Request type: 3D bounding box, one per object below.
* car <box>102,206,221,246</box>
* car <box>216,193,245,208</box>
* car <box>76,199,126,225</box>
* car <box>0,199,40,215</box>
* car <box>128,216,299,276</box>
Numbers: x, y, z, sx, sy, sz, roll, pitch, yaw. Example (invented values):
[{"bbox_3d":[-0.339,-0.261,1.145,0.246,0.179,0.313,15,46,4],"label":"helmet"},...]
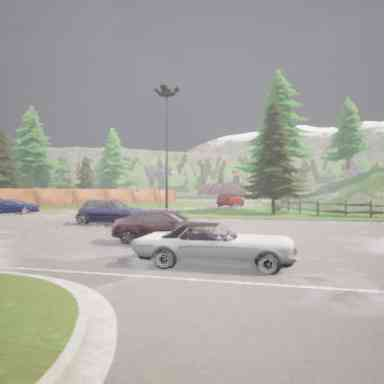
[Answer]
[{"bbox_3d":[-1.122,1.497,14.059,4.674,1.442,1.812,0,0,14],"label":"car"},{"bbox_3d":[5.435,1.133,46.333,2.150,2.045,5.566,1,1,34],"label":"car"},{"bbox_3d":[-5.332,1.305,22.302,4.553,1.767,2.097,0,0,14],"label":"car"},{"bbox_3d":[-17.602,1.406,32.455,5.008,1.535,1.882,0,1,-7],"label":"car"},{"bbox_3d":[0.731,1.581,10.001,4.718,1.301,1.895,0,0,14],"label":"car"}]
